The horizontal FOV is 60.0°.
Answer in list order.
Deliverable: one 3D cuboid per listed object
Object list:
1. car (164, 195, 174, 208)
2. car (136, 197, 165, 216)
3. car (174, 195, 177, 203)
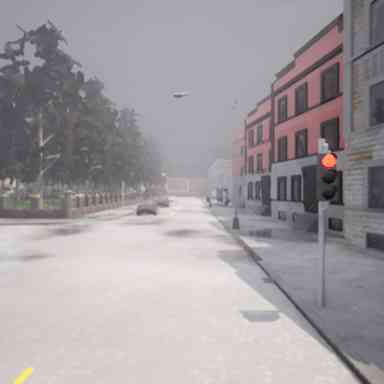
[{"bbox_3d":[-4.045,1.461,46.508,2.033,1.411,5.357,0,0,0],"label":"car"},{"bbox_3d":[-4.067,1.489,31.679,2.033,1.411,5.357,0,0,0],"label":"car"},{"bbox_3d":[-3.936,1.401,67.559,1.812,1.442,4.674,0,0,0],"label":"car"}]
